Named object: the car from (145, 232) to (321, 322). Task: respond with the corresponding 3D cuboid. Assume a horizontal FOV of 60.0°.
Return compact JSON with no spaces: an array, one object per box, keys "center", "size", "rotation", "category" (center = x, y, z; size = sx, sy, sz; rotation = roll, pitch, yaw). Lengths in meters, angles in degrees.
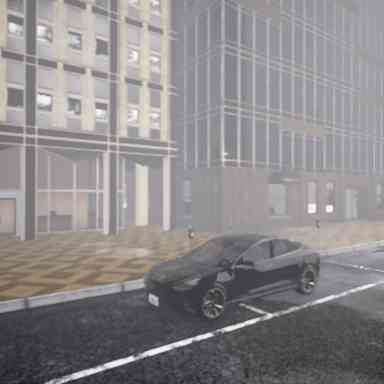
[{"center":[1.078,1.612,7.334],"size":[4.313,1.339,1.947],"rotation":[1,-1,-36],"category":"car"}]
